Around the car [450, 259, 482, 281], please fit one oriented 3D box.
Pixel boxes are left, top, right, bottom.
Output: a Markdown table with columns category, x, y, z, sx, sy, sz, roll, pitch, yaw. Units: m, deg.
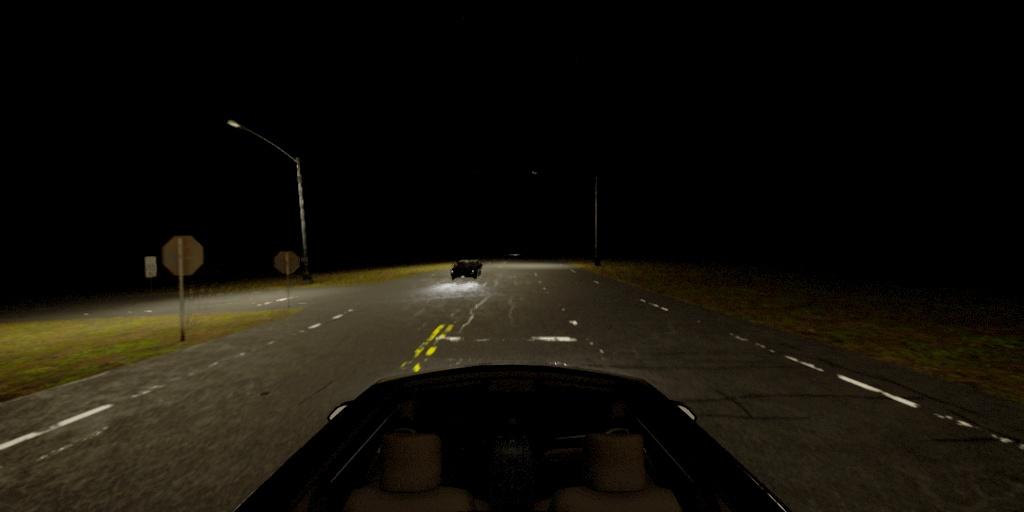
| category | x | y | z | sx | sy | sz | roll | pitch | yaw |
| --- | --- | --- | --- | --- | --- | --- | --- | --- | --- |
| car | -3.387 | 0.980 | 27.032 | 1.895 | 1.301 | 4.718 | -1 | 4 | 1 |
